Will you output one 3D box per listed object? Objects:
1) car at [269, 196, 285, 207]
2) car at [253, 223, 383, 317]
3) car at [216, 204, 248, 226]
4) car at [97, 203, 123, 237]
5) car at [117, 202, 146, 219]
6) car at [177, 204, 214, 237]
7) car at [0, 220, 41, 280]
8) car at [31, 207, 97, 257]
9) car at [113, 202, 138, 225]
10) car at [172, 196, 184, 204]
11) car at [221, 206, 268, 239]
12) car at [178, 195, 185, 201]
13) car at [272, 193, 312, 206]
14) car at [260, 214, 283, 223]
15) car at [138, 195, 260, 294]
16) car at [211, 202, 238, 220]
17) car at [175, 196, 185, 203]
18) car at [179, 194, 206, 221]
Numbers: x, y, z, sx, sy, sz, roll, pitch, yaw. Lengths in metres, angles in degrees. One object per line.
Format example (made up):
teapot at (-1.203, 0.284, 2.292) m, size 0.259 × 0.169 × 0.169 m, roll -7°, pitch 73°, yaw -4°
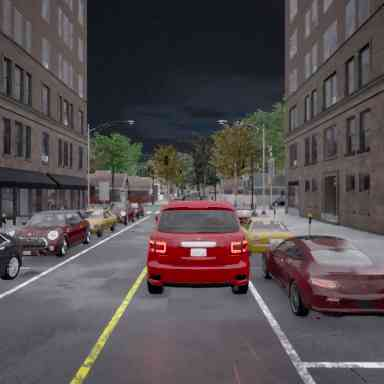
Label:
car at (13.620, 1.287, 48.917) m, size 4.553 × 1.767 × 2.097 m, roll 0°, pitch 0°, yaw 0°
car at (2.666, 1.582, 7.183) m, size 1.802 × 1.307 × 4.206 m, roll 0°, pitch 0°, yaw 0°
car at (2.749, 1.591, 23.737) m, size 1.802 × 1.307 × 4.206 m, roll 0°, pitch 0°, yaw 0°
car at (-5.305, 1.531, 18.087) m, size 1.752 × 1.417 × 4.829 m, roll 0°, pitch 0°, yaw 0°
car at (-5.248, 1.594, 29.295) m, size 1.802 × 1.307 × 4.206 m, roll 0°, pitch 0°, yaw 0°
car at (0.189, 1.511, 18.933) m, size 1.837 × 1.490 × 4.892 m, roll 0°, pitch 0°, yaw 1°
car at (-5.359, 1.551, 7.219) m, size 2.008 × 1.369 × 4.403 m, roll 0°, pitch 0°, yaw 0°
car at (-5.331, 1.443, 12.738) m, size 1.967 × 1.590 × 4.097 m, roll 0°, pitch 0°, yaw 0°
car at (-5.276, 1.449, 23.776) m, size 1.967 × 1.590 × 4.097 m, roll 0°, pitch 0°, yaw 0°
car at (-2.735, 1.601, 64.624) m, size 2.033 × 1.411 × 5.357 m, roll 0°, pitch 0°, yaw 1°
car at (2.721, 1.550, 18.219) m, size 1.887 × 1.381 × 4.507 m, roll 0°, pitch 0°, yaw 0°
car at (-2.648, 1.613, 84.763) m, size 1.812 × 1.442 × 4.674 m, roll 0°, pitch 0°, yaw 0°
car at (15.686, 1.146, 52.188) m, size 5.566 × 2.045 × 2.150 m, roll 0°, pitch 0°, yaw -1°
car at (2.694, 1.528, 12.871) m, size 1.752 × 1.417 × 4.829 m, roll 0°, pitch 0°, yaw 0°
car at (0.136, 1.223, 8.904) m, size 2.150 × 2.045 × 5.566 m, roll 0°, pitch 0°, yaw 0°
car at (2.777, 1.578, 29.256) m, size 1.947 × 1.339 × 4.313 m, roll 0°, pitch 0°, yaw 0°
car at (-2.673, 1.623, 74.513) m, size 1.994 × 1.385 × 4.181 m, roll 0°, pitch 0°, yaw 0°
car at (0.110, 1.233, 28.947) m, size 2.150 × 2.045 × 5.566 m, roll 0°, pitch 0°, yaw 2°
